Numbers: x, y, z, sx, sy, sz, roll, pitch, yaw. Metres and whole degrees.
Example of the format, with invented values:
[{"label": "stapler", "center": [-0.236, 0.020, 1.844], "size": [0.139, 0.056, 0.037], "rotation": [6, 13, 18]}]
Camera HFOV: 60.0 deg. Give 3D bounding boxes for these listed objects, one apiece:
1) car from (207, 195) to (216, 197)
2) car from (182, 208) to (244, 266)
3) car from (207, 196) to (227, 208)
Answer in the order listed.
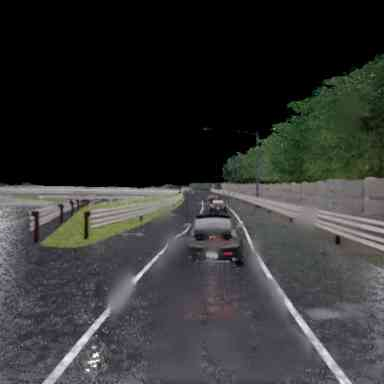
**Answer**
[{"label": "car", "center": [3.640, 1.126, 60.199], "size": [1.895, 1.301, 4.718], "rotation": [0, 1, 0]}, {"label": "car", "center": [0.756, 1.526, 11.638], "size": [1.837, 1.490, 4.892], "rotation": [0, 0, 5]}, {"label": "car", "center": [2.842, 1.478, 36.534], "size": [1.812, 1.442, 4.674], "rotation": [0, 1, 4]}]
